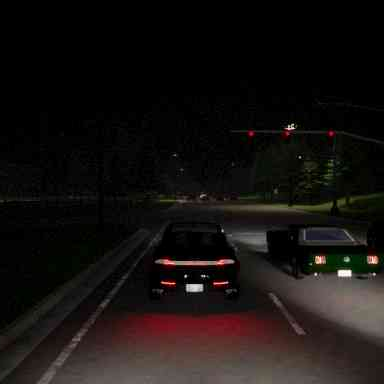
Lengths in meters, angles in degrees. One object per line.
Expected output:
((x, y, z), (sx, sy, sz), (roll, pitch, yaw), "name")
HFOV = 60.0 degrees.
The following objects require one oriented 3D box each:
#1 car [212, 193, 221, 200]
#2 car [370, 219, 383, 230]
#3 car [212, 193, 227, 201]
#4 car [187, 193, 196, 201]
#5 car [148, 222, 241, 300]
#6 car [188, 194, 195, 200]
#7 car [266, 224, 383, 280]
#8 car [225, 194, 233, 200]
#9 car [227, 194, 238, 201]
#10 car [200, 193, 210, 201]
((6.826, 1.187, 92.607), (2.097, 1.767, 4.553), (0, 0, 0), "car")
((7.056, 1.221, 9.039), (2.150, 2.045, 5.566), (0, 0, 0), "car")
((6.846, 1.531, 82.217), (2.033, 1.411, 5.357), (0, 0, 0), "car")
((-0.154, 1.217, 82.234), (2.150, 2.045, 5.566), (0, 0, 0), "car")
((0.055, 1.492, 8.344), (2.128, 1.511, 4.902), (0, 0, 0), "car")
((-0.174, 1.310, 92.624), (1.882, 1.535, 5.008), (0, 0, 0), "car")
((3.561, 1.601, 9.942), (1.895, 1.301, 4.718), (0, 0, 0), "car")
((10.326, 1.332, 92.644), (1.837, 1.490, 4.892), (0, 0, 0), "car")
((10.345, 1.516, 82.640), (1.812, 1.442, 4.674), (0, 0, 0), "car")
((3.345, 1.545, 82.627), (1.994, 1.385, 4.181), (0, 0, 0), "car")
